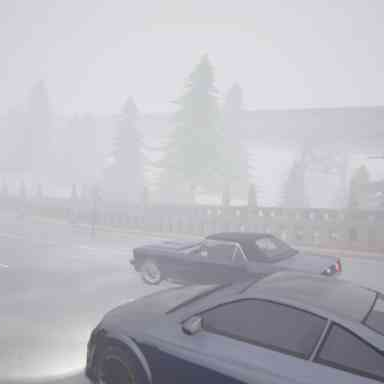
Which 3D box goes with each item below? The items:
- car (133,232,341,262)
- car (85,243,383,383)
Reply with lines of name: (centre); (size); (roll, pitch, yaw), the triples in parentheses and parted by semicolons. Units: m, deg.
car: (0.775, 1.594, 7.737); (4.718, 1.301, 1.895); (0, 0, 35)
car: (0.833, 1.562, 3.398); (4.181, 1.385, 1.994); (0, 0, 35)
